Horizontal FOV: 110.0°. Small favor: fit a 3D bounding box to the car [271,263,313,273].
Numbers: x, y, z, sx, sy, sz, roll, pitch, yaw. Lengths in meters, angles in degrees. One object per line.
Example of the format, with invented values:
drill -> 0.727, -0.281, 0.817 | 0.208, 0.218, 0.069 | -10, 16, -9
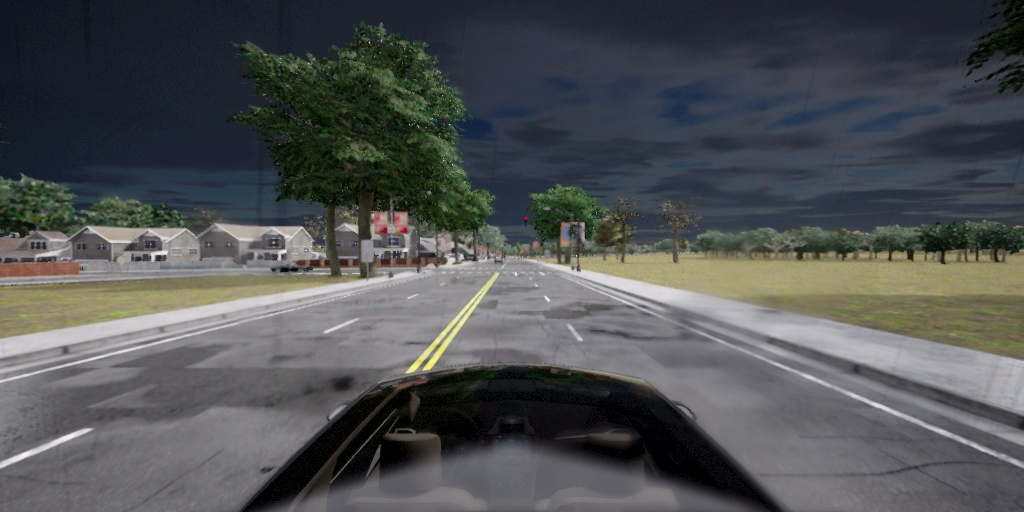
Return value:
car -> -28.859, 1.620, 47.193 | 4.718, 1.301, 1.895 | -1, 1, 0
